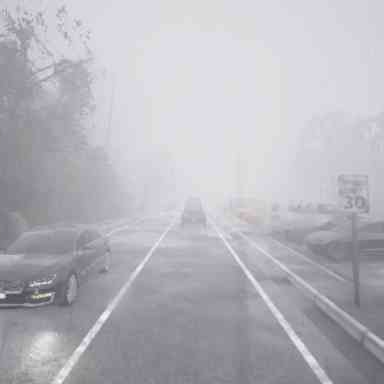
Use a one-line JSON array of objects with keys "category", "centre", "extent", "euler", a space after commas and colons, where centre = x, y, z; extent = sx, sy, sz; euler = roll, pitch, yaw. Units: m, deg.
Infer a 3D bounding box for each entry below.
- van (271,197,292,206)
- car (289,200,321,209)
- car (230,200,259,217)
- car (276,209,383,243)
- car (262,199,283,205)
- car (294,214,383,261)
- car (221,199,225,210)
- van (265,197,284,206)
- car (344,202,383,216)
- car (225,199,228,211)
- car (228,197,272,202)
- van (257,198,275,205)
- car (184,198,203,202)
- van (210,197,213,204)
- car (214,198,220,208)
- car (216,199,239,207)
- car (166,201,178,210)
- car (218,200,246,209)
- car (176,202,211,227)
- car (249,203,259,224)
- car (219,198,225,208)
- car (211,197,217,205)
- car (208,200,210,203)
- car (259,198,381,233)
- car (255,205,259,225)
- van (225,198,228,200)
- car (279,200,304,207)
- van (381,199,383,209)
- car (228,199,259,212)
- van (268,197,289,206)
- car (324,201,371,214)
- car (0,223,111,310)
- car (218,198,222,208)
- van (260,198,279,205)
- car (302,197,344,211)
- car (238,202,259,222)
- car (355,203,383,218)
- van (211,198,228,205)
[{"category": "van", "centre": [20.521, 2.252, 76.569], "extent": [4.442, 1.987, 1.878], "euler": [0, -1, 0]}, {"category": "car", "centre": [20.261, 2.226, 59.823], "extent": [5.008, 1.535, 2.097], "euler": [0, -1, 0]}, {"category": "car", "centre": [6.775, 1.858, 32.407], "extent": [5.366, 1.575, 1.946], "euler": [0, 0, 0]}, {"category": "car", "centre": [6.827, 1.752, 15.629], "extent": [5.008, 1.535, 2.097], "euler": [0, 0, 0]}, {"category": "car", "centre": [20.477, 2.627, 84.731], "extent": [5.008, 1.535, 2.097], "euler": [0, -2, 0]}, {"category": "car", "centre": [6.770, 1.764, 12.853], "extent": [4.792, 1.488, 2.163], "euler": [0, 0, 0]}, {"category": "car", "centre": [7.067, 2.100, 48.929], "extent": [4.792, 1.488, 2.163], "euler": [0, -1, 0]}, {"category": "van", "centre": [20.334, 2.336, 82.118], "extent": [4.442, 1.987, 1.878], "euler": [0, -1, 0]}, {"category": "car", "centre": [20.113, 1.932, 37.666], "extent": [4.792, 1.488, 2.163], "euler": [0, -1, 0]}, {"category": "car", "centre": [7.080, 2.017, 43.377], "extent": [4.792, 1.488, 2.163], "euler": [0, -1, 0]}, {"category": "car", "centre": [7.059, 1.823, 40.606], "extent": [4.553, 1.767, 2.185], "euler": [0, -1, 0]}, {"category": "van", "centre": [20.657, 2.660, 93.042], "extent": [4.442, 1.987, 1.878], "euler": [0, -2, 0]}, {"category": "car", "centre": [0.170, 1.726, 42.948], "extent": [2.150, 2.045, 5.566], "euler": [0, -1, 0]}, {"category": "van", "centre": [7.231, 2.304, 79.467], "extent": [4.442, 1.987, 1.878], "euler": [0, -1, 0]}, {"category": "car", "centre": [6.980, 2.193, 57.259], "extent": [5.366, 1.575, 1.946], "euler": [0, -1, 0]}, {"category": "car", "centre": [7.225, 2.237, 68.362], "extent": [4.553, 1.767, 2.185], "euler": [0, -1, 0]}, {"category": "car", "centre": [-3.190, 2.203, 54.096], "extent": [2.033, 1.411, 5.357], "euler": [0, -1, 1]}, {"category": "car", "centre": [7.194, 2.239, 60.032], "extent": [4.892, 1.521, 2.231], "euler": [0, -1, 0]}, {"category": "car", "centre": [0.115, 1.777, 25.357], "extent": [2.128, 1.511, 4.902], "euler": [0, -1, 0]}, {"category": "car", "centre": [6.897, 1.806, 23.957], "extent": [4.892, 1.521, 2.231], "euler": [0, 0, 0]}, {"category": "car", "centre": [7.090, 2.142, 51.705], "extent": [4.792, 1.488, 2.163], "euler": [0, -1, 0]}, {"category": "car", "centre": [7.048, 2.318, 65.586], "extent": [5.366, 1.575, 1.946], "euler": [0, -1, 0]}, {"category": "car", "centre": [7.399, 2.320, 82.242], "extent": [5.566, 2.045, 2.435], "euler": [0, -1, 0]}, {"category": "car", "centre": [6.873, 1.519, 18.406], "extent": [5.566, 2.045, 2.435], "euler": [0, 0, 0]}, {"category": "car", "centre": [7.053, 1.784, 21.179], "extent": [5.366, 1.575, 1.946], "euler": [0, 0, 0]}, {"category": "van", "centre": [7.190, 1.803, 46.156], "extent": [4.442, 1.987, 1.878], "euler": [0, -1, 0]}, {"category": "car", "centre": [20.333, 2.391, 68.131], "extent": [4.674, 1.452, 2.002], "euler": [0, -1, 0]}, {"category": "van", "centre": [20.156, 1.625, 32.257], "extent": [4.442, 1.987, 1.878], "euler": [0, 0, 0]}, {"category": "car", "centre": [6.999, 1.914, 37.826], "extent": [4.892, 1.521, 2.231], "euler": [0, 0, 0]}, {"category": "van", "centre": [20.543, 2.292, 79.214], "extent": [4.442, 1.987, 1.878], "euler": [0, -1, 0]}, {"category": "car", "centre": [20.134, 1.977, 43.204], "extent": [5.008, 1.535, 2.097], "euler": [0, -1, 0]}, {"category": "car", "centre": [-3.347, 1.597, 8.261], "extent": [1.837, 1.490, 4.892], "euler": [0, -1, 0]}, {"category": "car", "centre": [7.113, 2.184, 54.481], "extent": [4.792, 1.488, 2.163], "euler": [0, -1, 0]}, {"category": "van", "centre": [20.378, 2.488, 87.507], "extent": [4.442, 1.987, 1.878], "euler": [0, -2, 0]}, {"category": "car", "centre": [20.170, 1.850, 51.516], "extent": [5.566, 2.045, 2.435], "euler": [0, -1, 0]}, {"category": "car", "centre": [6.728, 1.820, 26.734], "extent": [5.366, 1.575, 1.946], "euler": [0, 0, 0]}, {"category": "car", "centre": [20.091, 1.904, 35.027], "extent": [4.792, 1.488, 2.163], "euler": [0, 0, 0]}, {"category": "van", "centre": [7.300, 2.503, 87.777], "extent": [4.442, 1.987, 1.878], "euler": [0, -2, 0]}]
